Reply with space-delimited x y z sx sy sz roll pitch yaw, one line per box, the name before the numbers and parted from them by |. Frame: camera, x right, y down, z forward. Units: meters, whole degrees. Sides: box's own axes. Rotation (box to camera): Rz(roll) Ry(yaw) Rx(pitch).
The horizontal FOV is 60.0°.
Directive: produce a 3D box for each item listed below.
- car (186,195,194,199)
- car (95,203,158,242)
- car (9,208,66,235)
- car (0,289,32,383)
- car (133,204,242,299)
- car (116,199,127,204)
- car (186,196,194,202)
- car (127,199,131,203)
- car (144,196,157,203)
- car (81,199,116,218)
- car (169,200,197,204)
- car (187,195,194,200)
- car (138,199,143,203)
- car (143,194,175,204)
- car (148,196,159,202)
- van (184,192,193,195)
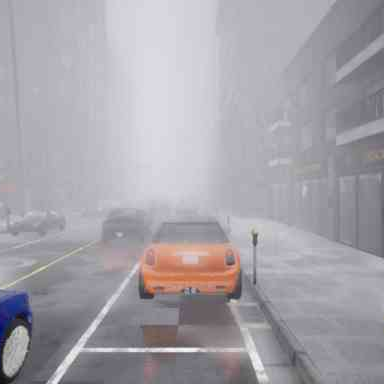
car | -0.383 1.440 35.101 1.967 1.590 4.097 0 0 0
car | -2.996 1.507 16.325 1.837 1.490 4.892 0 1 1
car | -8.408 1.582 18.538 1.802 1.307 4.206 0 0 0
car | -3.020 1.477 2.365 1.882 1.535 5.008 0 0 0
car | -0.033 1.353 8.620 2.097 1.767 4.553 0 0 0
car | -8.408 1.525 34.923 1.752 1.417 4.829 0 0 0
car | -0.383 1.579 79.064 1.802 1.307 4.206 0 0 0
car | -8.408 1.551 40.611 2.008 1.369 4.403 0 0 0
car | -8.408 1.549 67.693 2.008 1.369 4.403 0 0 0
car | -8.408 1.440 29.575 1.967 1.590 4.097 0 0 0
car | -0.383 1.551 24.063 2.008 1.369 4.403 0 0 0
car | -0.383 1.575 90.427 1.802 1.307 4.206 0 0 0
car | -5.796 1.525 41.980 1.812 1.442 4.674 0 0 1
car | -2.996 1.351 31.250 2.097 1.767 4.553 0 0 1
car | -8.408 1.543 73.374 1.887 1.381 4.507 0 0 0
van | -0.383 1.339 67.702 1.690 1.788 3.998 0 0 0
